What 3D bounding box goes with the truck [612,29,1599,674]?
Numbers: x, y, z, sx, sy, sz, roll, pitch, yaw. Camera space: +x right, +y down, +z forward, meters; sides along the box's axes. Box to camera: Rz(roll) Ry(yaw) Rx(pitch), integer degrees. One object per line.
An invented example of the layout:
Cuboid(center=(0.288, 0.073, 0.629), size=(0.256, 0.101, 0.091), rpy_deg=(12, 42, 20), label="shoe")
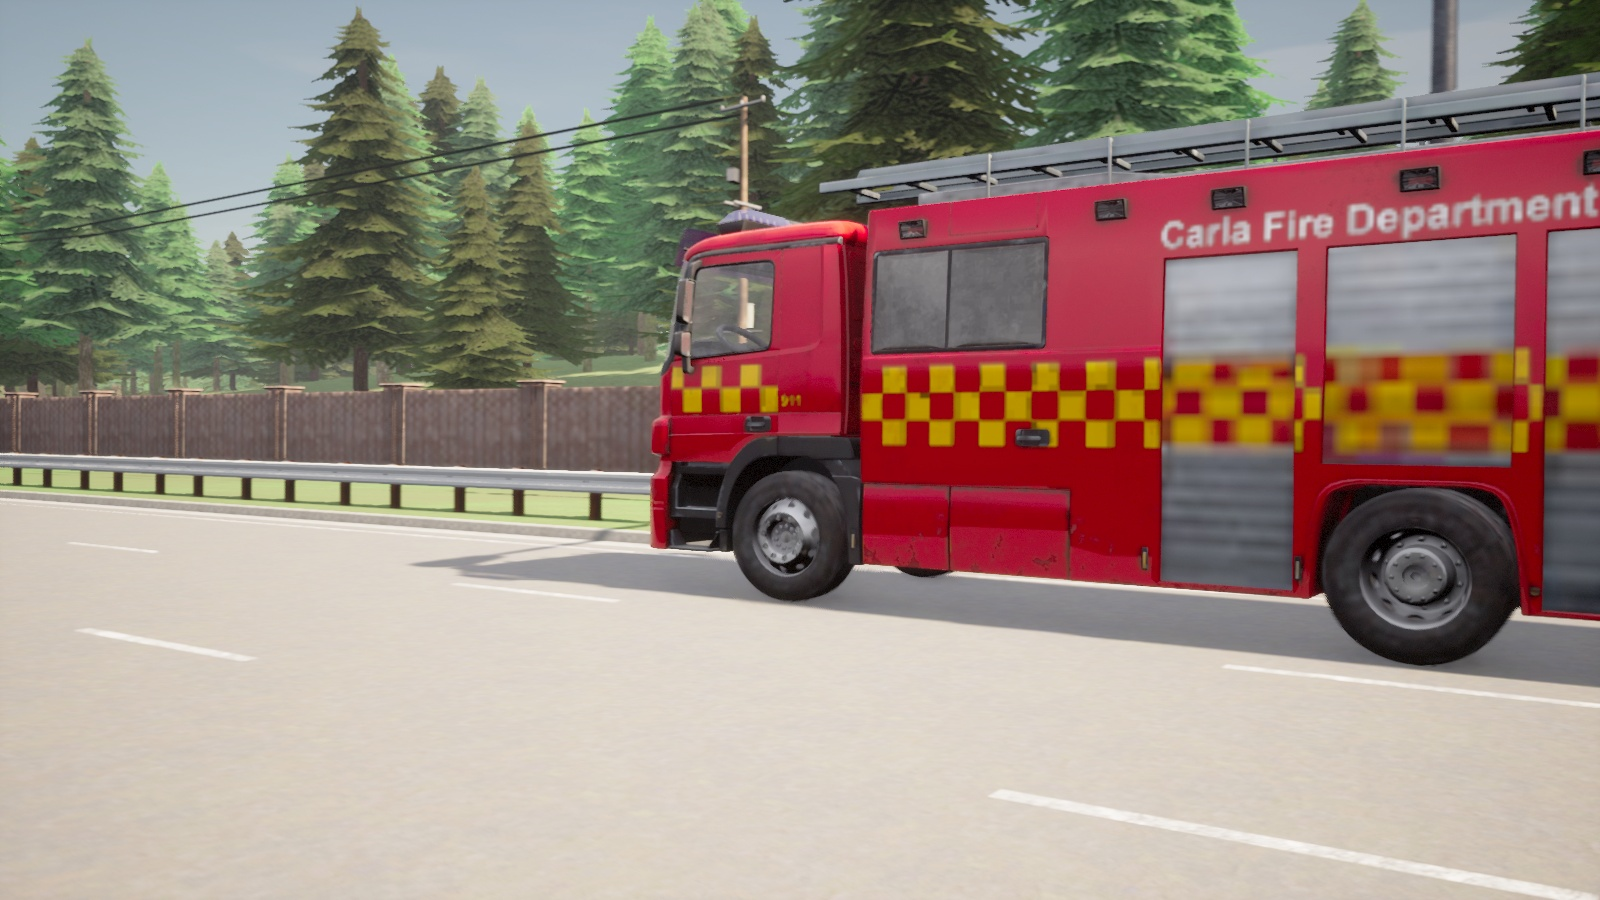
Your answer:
Cuboid(center=(2.541, -0.598, 10.750), size=(8.468, 3.827, 2.891), rpy_deg=(0, 1, 35), label="truck")
